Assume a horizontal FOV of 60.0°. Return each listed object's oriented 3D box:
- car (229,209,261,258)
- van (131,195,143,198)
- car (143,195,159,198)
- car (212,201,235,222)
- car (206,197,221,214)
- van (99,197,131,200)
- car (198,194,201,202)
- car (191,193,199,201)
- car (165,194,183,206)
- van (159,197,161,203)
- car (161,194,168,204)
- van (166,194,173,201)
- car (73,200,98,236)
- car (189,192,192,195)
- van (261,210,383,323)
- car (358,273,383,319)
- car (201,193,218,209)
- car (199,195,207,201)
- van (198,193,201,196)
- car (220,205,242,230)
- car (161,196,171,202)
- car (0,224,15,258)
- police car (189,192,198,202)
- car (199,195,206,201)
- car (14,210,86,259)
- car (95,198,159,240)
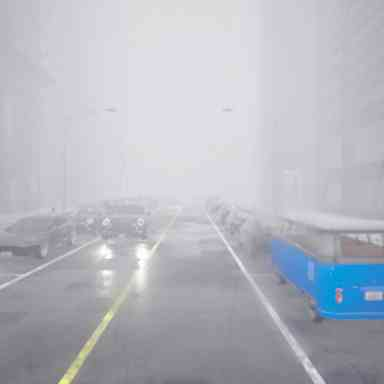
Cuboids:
[{"bbox_3d":[2.764,1.549,12.534,2.008,1.369,4.403,0,0,0],"label":"car"},{"bbox_3d":[-5.759,1.342,29.429,1.690,1.788,3.998,0,0,0],"label":"van"},{"bbox_3d":[-5.757,1.320,40.701,2.192,1.841,5.009,0,0,0],"label":"car"},{"bbox_3d":[2.766,1.550,23.807,2.008,1.369,4.403,0,0,0],"label":"car"},{"bbox_3d":[2.767,1.548,35.079,1.887,1.381,4.507,0,0,0],"label":"car"},{"bbox_3d":[-5.760,1.340,23.792,1.690,1.788,3.998,0,0,0],"label":"van"},{"bbox_3d":[2.773,1.555,69.066,1.752,1.417,4.829,0,0,0],"label":"car"},{"bbox_3d":[0.875,1.280,91.879,2.150,2.045,5.566,0,0,0],"label":"car"},{"bbox_3d":[-3.047,1.543,57.292,1.812,1.442,4.674,0,0,1],"label":"car"},{"bbox_3d":[-5.756,1.350,46.338,1.690,1.788,3.998,0,0,0],"label":"van"},{"bbox_3d":[-5.753,1.568,63.248,1.887,1.381,4.507,0,0,0],"label":"car"},{"bbox_3d":[-5.750,1.391,85.795,1.690,1.788,3.998,0,0,0],"label":"van"},{"bbox_3d":[-5.761,1.438,18.156,1.967,1.590,4.097,0,0,0],"label":"car"},{"bbox_3d":[0.788,1.401,85.798,2.097,1.767,4.553,0,0,-1],"label":"car"},{"bbox_3d":[2.762,1.339,6.897,1.690,1.788,3.998,0,0,0],"label":"van"},{"bbox_3d":[2.762,1.550,1.261,2.008,1.369,4.403,0,0,0],"label":"car"},{"bbox_3d":[2.769,1.324,46.351,2.192,1.841,5.009,0,0,0],"label":"car"},{"bbox_3d":[2.776,1.490,85.805,1.967,1.590,4.097,0,0,0],"label":"car"},{"bbox_3d":[2.773,1.377,74.532,1.690,1.788,3.998,0,0,0],"label":"van"},{"bbox_3d":[2.765,1.580,18.170,1.802,1.307,4.206,0,0,0],"label":"car"},{"bbox_3d":[-5.751,1.602,74.521,1.947,1.339,4.313,0,0,0],"label":"car"},{"bbox_3d":[-5.762,1.580,6.883,1.802,1.307,4.206,0,0,0],"label":"car"},{"bbox_3d":[0.914,1.463,75.958,1.930,1.638,5.238,0,0,0],"label":"police car"},{"bbox_3d":[2.777,1.582,91.611,1.752,1.417,4.829,0,0,0],"label":"car"},{"bbox_3d":[-5.761,1.564,12.519,1.947,1.339,4.313,0,0,0],"label":"car"},{"bbox_3d":[-3.097,1.350,16.932,2.097,1.767,4.553,0,0,0],"label":"car"}]
